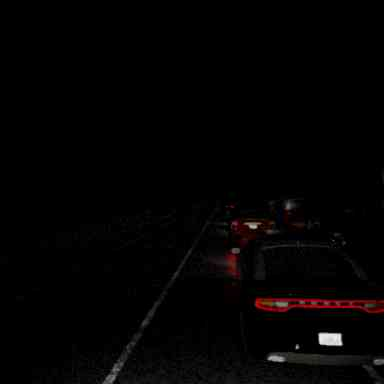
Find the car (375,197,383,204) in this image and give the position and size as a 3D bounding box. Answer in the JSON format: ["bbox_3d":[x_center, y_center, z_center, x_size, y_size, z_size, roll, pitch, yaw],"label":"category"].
[{"bbox_3d":[22.606,1.501,35.074,4.792,1.488,2.163,-1,0,6],"label":"car"}]

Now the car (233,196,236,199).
[{"bbox_3d":[5.782,1.880,55.882,2.128,1.511,4.902,-1,0,6],"label":"car"}]

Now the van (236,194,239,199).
[{"bbox_3d":[14.327,1.600,85.945,4.442,1.987,1.878,-1,0,6],"label":"van"}]

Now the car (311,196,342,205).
[{"bbox_3d":[25.305,1.540,62.702,4.892,1.521,2.231,-1,0,6],"label":"car"}]

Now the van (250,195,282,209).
[{"bbox_3d":[10.986,1.525,49.655,4.442,1.987,1.878,-1,0,6],"label":"van"}]

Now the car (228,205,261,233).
[{"bbox_3d":[3.388,1.693,22.133,1.837,1.490,4.892,-1,0,6],"label":"car"}]

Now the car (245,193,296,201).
[{"bbox_3d":[10.292,1.491,44.089,5.566,2.045,2.435,-1,0,6],"label":"car"}]

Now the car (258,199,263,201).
[{"bbox_3d":[9.253,1.725,32.916,4.792,1.488,2.163,-1,-1,6],"label":"car"}]

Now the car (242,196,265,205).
[{"bbox_3d":[12.765,1.666,69.198,4.553,1.767,2.185,-1,0,6],"label":"car"}]

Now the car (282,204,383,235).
[{"bbox_3d":[7.388,1.542,16.198,5.366,1.575,1.946,-1,-1,6],"label":"car"}]

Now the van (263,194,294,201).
[{"bbox_3d":[9.061,1.445,30.121,4.442,1.987,1.878,-1,-1,6],"label":"van"}]

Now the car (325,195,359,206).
[{"bbox_3d":[24.511,1.396,54.413,4.553,1.767,2.185,-1,0,6],"label":"car"}]

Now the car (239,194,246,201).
[{"bbox_3d":[11.941,1.524,60.828,5.566,2.045,2.435,-1,0,6],"label":"car"}]

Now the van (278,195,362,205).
[{"bbox_3d":[8.235,1.369,21.750,4.442,1.987,1.878,-1,-1,6],"label":"van"}]

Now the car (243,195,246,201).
[{"bbox_3d":[11.697,1.809,58.035,4.674,1.452,2.002,-1,0,6],"label":"car"}]

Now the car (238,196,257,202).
[{"bbox_3d":[14.752,1.858,88.719,4.792,1.488,2.163,-1,0,6],"label":"car"}]

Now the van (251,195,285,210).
[{"bbox_3d":[10.711,1.519,46.865,4.442,1.987,1.878,-1,0,6],"label":"van"}]

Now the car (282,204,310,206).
[{"bbox_3d":[7.851,1.609,18.969,4.674,1.452,2.002,-1,-1,6],"label":"car"}]

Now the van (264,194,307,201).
[{"bbox_3d":[8.554,1.427,27.356,4.442,1.987,1.878,-1,-1,6],"label":"van"}]

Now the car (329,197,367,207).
[{"bbox_3d":[24.183,1.547,51.654,4.792,1.488,2.163,-1,0,6],"label":"car"}]

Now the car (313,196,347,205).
[{"bbox_3d":[24.843,1.534,59.957,5.366,1.575,1.946,-1,0,6],"label":"car"}]

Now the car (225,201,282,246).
[{"bbox_3d":[2.784,1.488,16.127,2.097,1.767,4.553,-1,-1,6],"label":"car"}]

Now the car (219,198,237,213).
[{"bbox_3d":[4.516,1.885,43.010,2.033,1.411,5.357,-1,0,6],"label":"car"}]

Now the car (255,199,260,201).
[{"bbox_3d":[9.497,1.752,35.714,4.674,1.452,2.002,-1,0,6],"label":"car"}]

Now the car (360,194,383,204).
[{"bbox_3d":[22.817,1.234,37.843,5.566,2.045,2.435,-1,0,6],"label":"car"}]

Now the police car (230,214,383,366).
[{"bbox_3d":[1.803,1.470,6.303,1.930,1.638,5.238,-1,-1,6],"label":"police car"}]

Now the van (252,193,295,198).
[{"bbox_3d":[10.162,1.508,41.287,4.442,1.987,1.878,-1,0,6],"label":"van"}]

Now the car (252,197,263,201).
[{"bbox_3d":[9.781,1.725,38.503,4.892,1.521,2.231,-1,0,6],"label":"car"}]

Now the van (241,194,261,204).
[{"bbox_3d":[13.228,1.578,74.786,4.442,1.987,1.878,-1,0,6],"label":"van"}]

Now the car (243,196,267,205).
[{"bbox_3d":[12.490,1.660,66.408,4.553,1.767,2.185,-1,0,6],"label":"car"}]

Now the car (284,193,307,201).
[{"bbox_3d":[28.000,1.342,90.457,5.566,2.045,2.435,-1,0,6],"label":"car"}]
